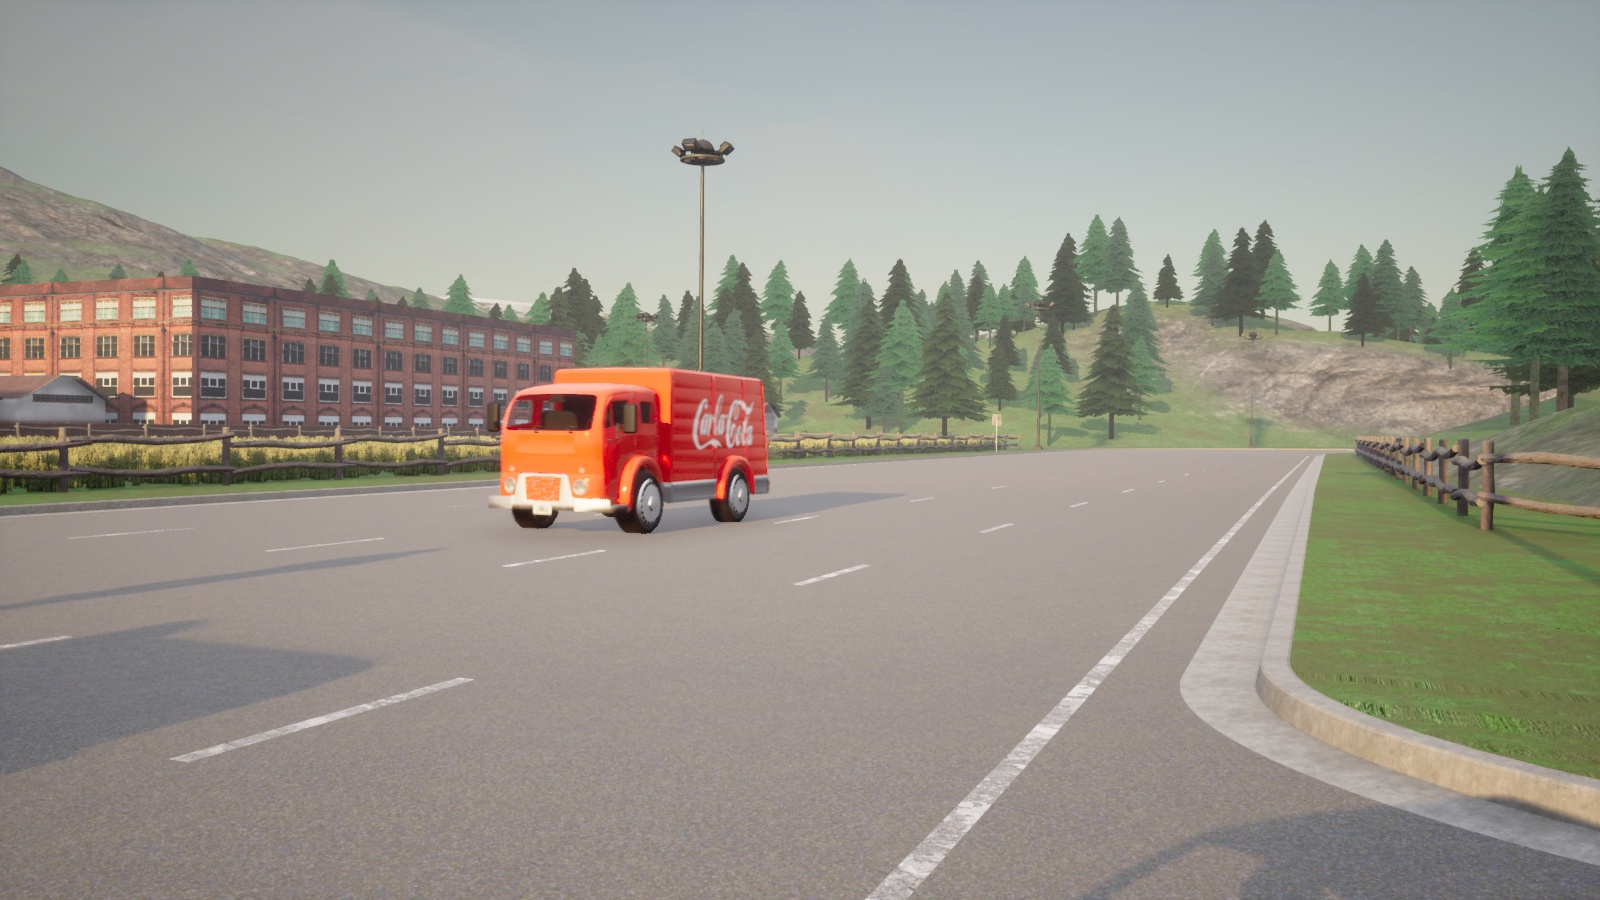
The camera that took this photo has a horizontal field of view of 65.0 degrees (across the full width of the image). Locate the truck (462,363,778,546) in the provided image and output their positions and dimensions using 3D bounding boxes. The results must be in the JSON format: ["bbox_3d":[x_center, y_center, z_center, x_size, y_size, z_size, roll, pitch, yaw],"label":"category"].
[{"bbox_3d":[-2.607,0.016,19.896,2.627,2.467,5.204,0,1,23],"label":"truck"}]

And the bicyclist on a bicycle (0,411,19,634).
[{"bbox_3d":[-6.975,0.591,9.401,0.659,1.776,1.843,0,1,23],"label":"bicyclist on a bicycle"}]
